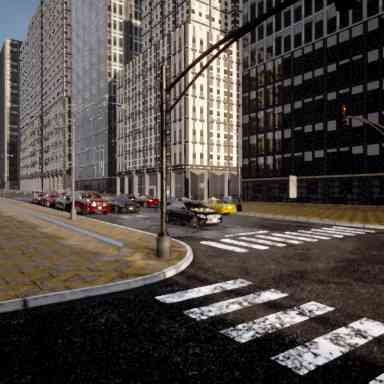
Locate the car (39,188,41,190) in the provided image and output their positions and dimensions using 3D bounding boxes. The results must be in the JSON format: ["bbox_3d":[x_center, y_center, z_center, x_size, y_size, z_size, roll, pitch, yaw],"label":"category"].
[{"bbox_3d":[-31.545,0.106,72.952,1.887,1.381,4.507,1,0,-36],"label":"car"}]

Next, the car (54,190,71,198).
[{"bbox_3d":[-25.010,0.291,64.017,1.752,1.417,4.829,1,0,-36],"label":"car"}]

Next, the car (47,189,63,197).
[{"bbox_3d":[-28.228,0.216,68.416,2.008,1.369,4.403,1,0,-36],"label":"car"}]

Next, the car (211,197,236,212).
[{"bbox_3d":[1.598,1.129,27.784,1.752,1.417,4.829,1,0,-36],"label":"car"}]

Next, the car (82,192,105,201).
[{"bbox_3d":[-14.958,0.648,50.272,1.947,1.339,4.313,1,0,-36],"label":"car"}]

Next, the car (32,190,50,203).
[{"bbox_3d":[-18.399,0.794,40.781,1.802,1.307,4.206,1,0,-36],"label":"car"}]

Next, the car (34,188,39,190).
[{"bbox_3d":[-34.861,-0.102,77.488,1.967,1.590,4.097,1,0,-36],"label":"car"}]

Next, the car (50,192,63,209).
[{"bbox_3d":[-11.764,0.988,31.710,1.947,1.339,4.313,1,0,-36],"label":"car"}]

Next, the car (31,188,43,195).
[{"bbox_3d":[-38.177,-0.206,82.023,1.967,1.590,4.097,1,0,-36],"label":"car"}]

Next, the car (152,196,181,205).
[{"bbox_3d":[-1.688,1.068,32.128,1.947,1.339,4.313,1,0,-36],"label":"car"}]

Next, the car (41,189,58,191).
[{"bbox_3d":[-25.184,0.382,59.819,2.033,1.411,5.357,0,1,-34],"label":"car"}]

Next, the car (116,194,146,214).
[{"bbox_3d":[-6.034,1.094,28.241,1.994,1.385,4.181,0,1,-36],"label":"car"}]

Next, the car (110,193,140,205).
[{"bbox_3d":[-8.324,0.858,41.200,1.947,1.339,4.313,1,0,-36],"label":"car"}]

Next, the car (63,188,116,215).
[{"bbox_3d":[-8.441,0.842,27.173,2.192,1.841,5.009,1,0,-36],"label":"car"}]

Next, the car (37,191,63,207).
[{"bbox_3d":[-15.081,0.862,36.245,1.887,1.381,4.507,1,0,-36],"label":"car"}]

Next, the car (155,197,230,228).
[{"bbox_3d":[-0.115,1.243,20.149,1.812,1.442,4.674,0,1,-36],"label":"car"}]

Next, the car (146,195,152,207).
[{"bbox_3d":[-5.006,0.979,36.664,1.802,1.307,4.206,1,0,-36],"label":"car"}]
